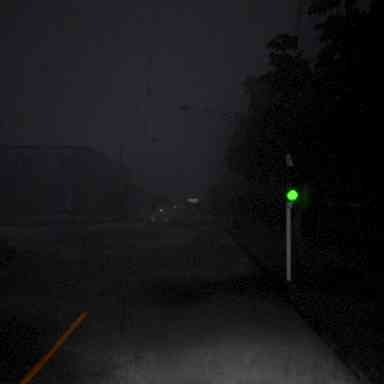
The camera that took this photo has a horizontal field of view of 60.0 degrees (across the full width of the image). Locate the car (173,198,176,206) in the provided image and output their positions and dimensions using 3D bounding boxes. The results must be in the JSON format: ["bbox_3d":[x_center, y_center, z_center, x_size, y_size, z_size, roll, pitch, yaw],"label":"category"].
[{"bbox_3d":[-3.999,1.837,53.448,1.837,1.490,4.892,0,0,0],"label":"car"}]

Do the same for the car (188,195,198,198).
[{"bbox_3d":[0.202,1.604,61.643,2.150,2.045,5.566,0,0,0],"label":"car"}]

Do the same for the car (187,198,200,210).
[{"bbox_3d":[0.187,1.895,47.413,1.895,1.301,4.718,0,0,0],"label":"car"}]

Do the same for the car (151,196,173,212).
[{"bbox_3d":[-4.025,1.492,43.532,2.150,2.045,5.566,0,0,0],"label":"car"}]
